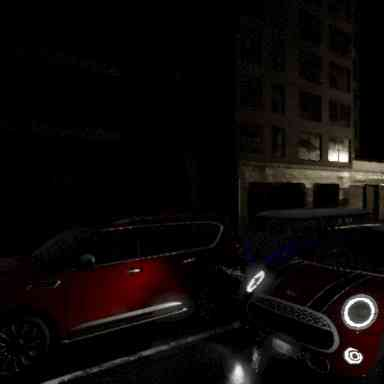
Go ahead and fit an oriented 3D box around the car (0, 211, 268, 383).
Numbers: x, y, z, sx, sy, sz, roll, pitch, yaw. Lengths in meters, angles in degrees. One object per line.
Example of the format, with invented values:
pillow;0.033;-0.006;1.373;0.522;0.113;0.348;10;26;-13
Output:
car;-1.321;1.316;5.590;5.009;1.841;2.192;0;0;-35

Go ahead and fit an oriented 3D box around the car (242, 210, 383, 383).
car;2.958;1.352;5.486;4.553;1.767;2.097;0;0;-35

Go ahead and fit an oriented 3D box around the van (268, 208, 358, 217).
van;3.179;1.341;8.794;3.998;1.788;1.690;0;0;-35
